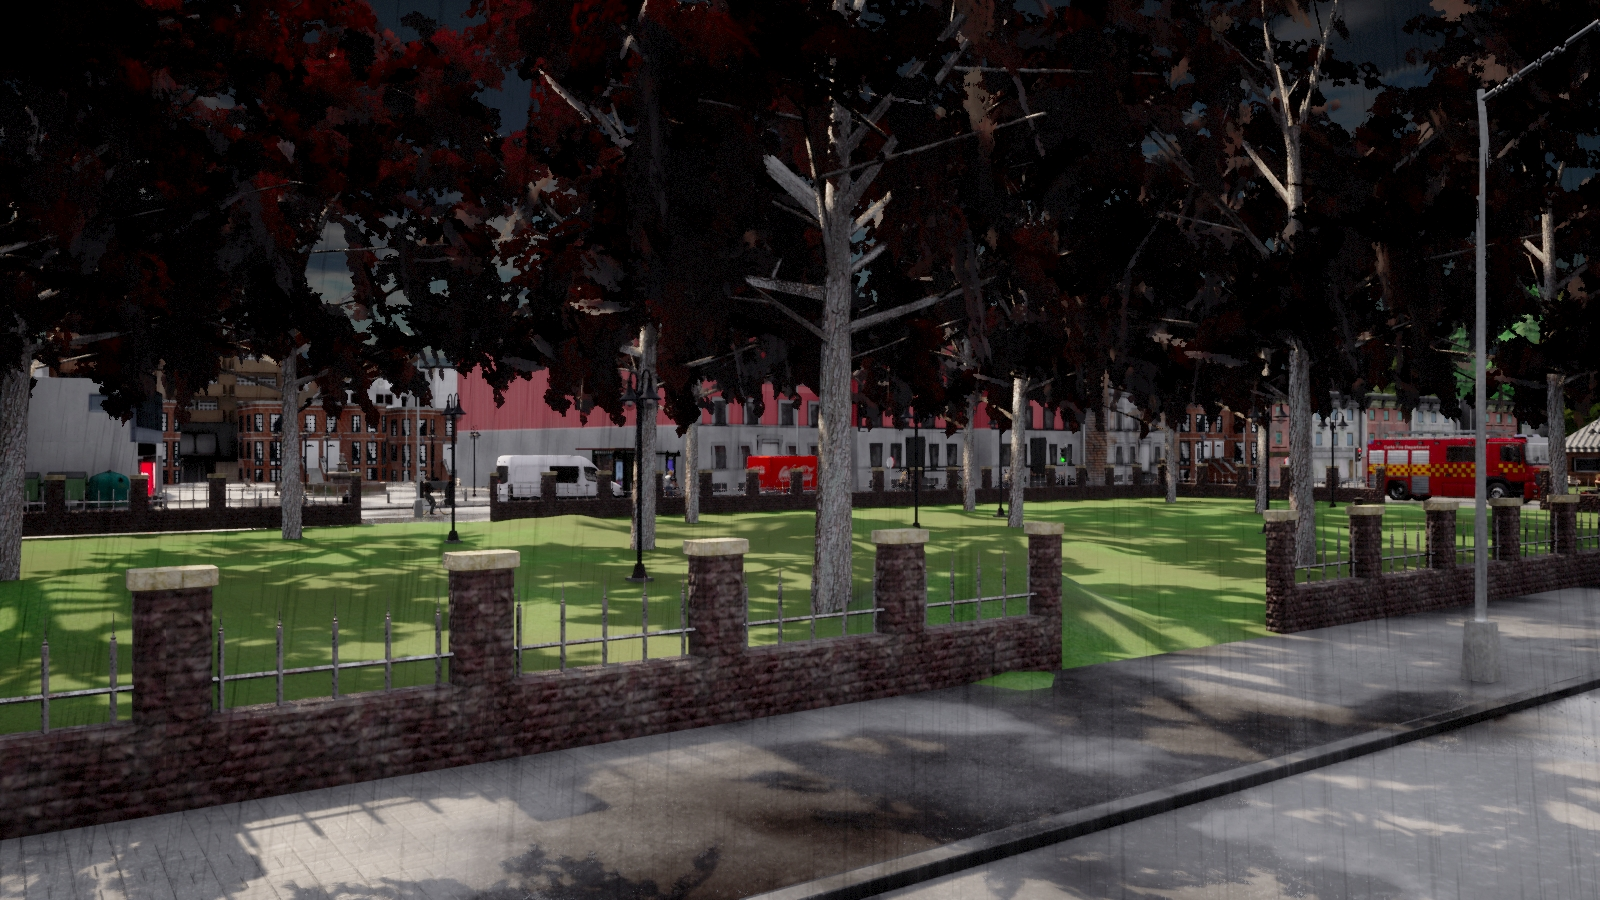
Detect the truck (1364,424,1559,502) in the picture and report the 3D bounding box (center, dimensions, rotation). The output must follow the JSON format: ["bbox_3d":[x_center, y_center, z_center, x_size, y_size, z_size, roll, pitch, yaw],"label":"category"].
[{"bbox_3d":[34.631,0.645,60.204,2.891,3.827,8.468,0,0,-34],"label":"truck"}]

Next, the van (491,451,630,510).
[{"bbox_3d":[-10.854,1.306,52.106,5.915,2.561,1.988,0,0,-35],"label":"van"}]

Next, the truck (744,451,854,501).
[{"bbox_3d":[-0.029,1.328,59.676,5.204,2.467,2.627,1,0,-35],"label":"truck"}]

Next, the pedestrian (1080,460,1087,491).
[{"bbox_3d":[16.783,1.504,67.611,0.375,1.860,0.375,0,0,18],"label":"pedestrian"}]

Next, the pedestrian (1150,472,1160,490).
[{"bbox_3d":[21.531,1.883,69.231,0.500,1.100,0.500,0,0,27],"label":"pedestrian"}]
